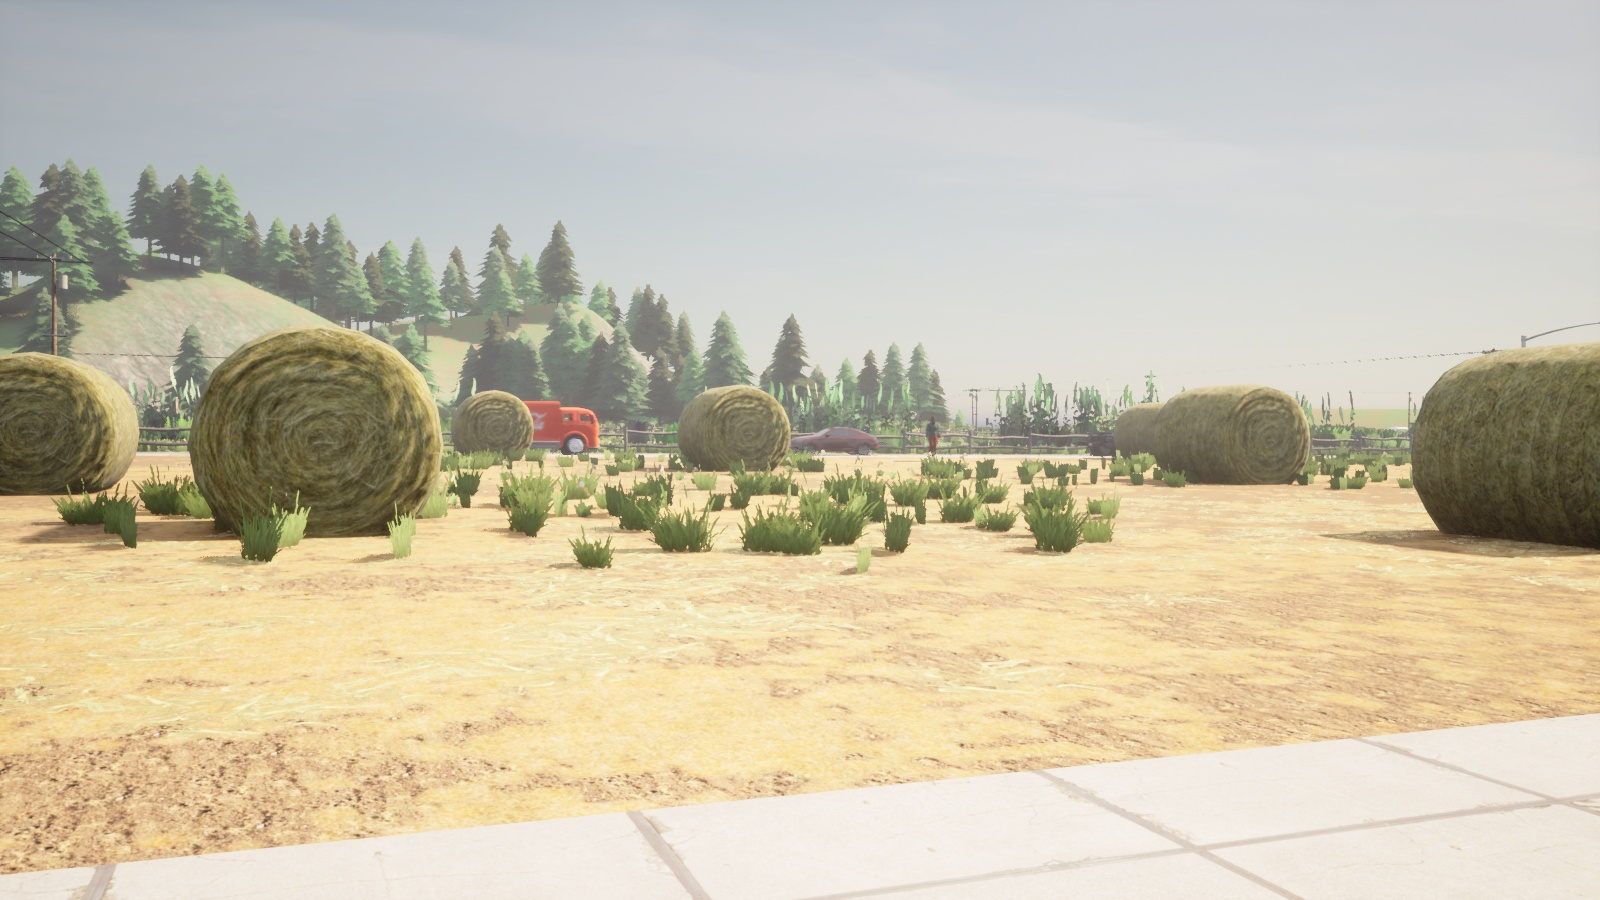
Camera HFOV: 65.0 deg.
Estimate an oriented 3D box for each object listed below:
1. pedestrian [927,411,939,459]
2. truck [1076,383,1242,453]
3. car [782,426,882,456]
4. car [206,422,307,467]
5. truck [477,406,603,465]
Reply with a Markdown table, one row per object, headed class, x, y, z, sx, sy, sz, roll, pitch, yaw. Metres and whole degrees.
| class | x | y | z | sx | sy | sz | roll | pitch | yaw |
| --- | --- | --- | --- | --- | --- | --- | --- | --- | --- |
| pedestrian | 5.148 | -0.591 | 48.609 | 0.353 | 1.847 | 0.614 | -1 | 1 | -7 |
| truck | 18.487 | -1.689 | 64.700 | 7.936 | 3.462 | 2.891 | -1 | 1 | -17 |
| car | 1.607 | -0.463 | 63.221 | 4.674 | 1.442 | 1.812 | -1 | 1 | -17 |
| car | -23.927 | -0.252 | 55.423 | 3.866 | 1.878 | 1.905 | -1 | 1 | -17 |
| truck | -11.520 | -0.676 | 55.546 | 5.204 | 2.467 | 2.627 | -1 | 1 | -17 |
